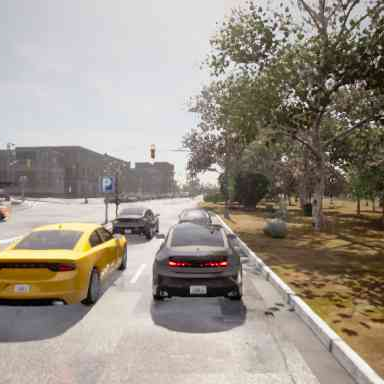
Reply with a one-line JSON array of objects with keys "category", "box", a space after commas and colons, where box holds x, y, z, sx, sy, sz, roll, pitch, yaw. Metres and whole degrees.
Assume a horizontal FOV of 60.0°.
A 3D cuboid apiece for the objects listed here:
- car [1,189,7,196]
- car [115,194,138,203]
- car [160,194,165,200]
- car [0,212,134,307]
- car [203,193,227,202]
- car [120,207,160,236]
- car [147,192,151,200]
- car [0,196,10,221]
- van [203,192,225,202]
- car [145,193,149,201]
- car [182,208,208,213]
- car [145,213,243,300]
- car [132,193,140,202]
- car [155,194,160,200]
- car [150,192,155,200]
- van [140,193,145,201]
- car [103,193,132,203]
[{"category": "car", "box": [-31.141, 0.181, 54.184, 2.002, 1.452, 4.674, 6, -3, -19]}, {"category": "car", "box": [-13.676, 1.252, 69.252, 4.553, 1.767, 2.185, -1, 0, -14]}, {"category": "car", "box": [-10.963, 1.137, 90.247, 5.566, 2.045, 2.435, -1, 0, -12]}, {"category": "car", "box": [-2.889, 1.493, 8.138, 1.882, 1.535, 5.008, 0, 0, 0]}, {"category": "car", "box": [4.697, 1.197, 68.864, 4.553, 1.767, 2.185, 1, 0, -14]}, {"category": "car", "box": [-2.843, 1.543, 17.431, 1.837, 1.490, 4.892, 0, 0, 1]}, {"category": "car", "box": [-12.606, 1.422, 78.258, 4.674, 1.452, 2.002, -1, 0, -13]}, {"category": "car", "box": [-16.616, 1.425, 25.503, 4.553, 1.767, 2.185, -1, 0, -19]}, {"category": "van", "box": [4.312, 1.096, 65.895, 4.442, 1.987, 1.878, 1, 0, -14]}, {"category": "car", "box": [-12.980, 1.382, 75.263, 4.892, 1.521, 2.231, -1, 0, -14]}, {"category": "car", "box": [0.164, 1.586, 18.122, 2.033, 1.411, 5.357, 0, 0, 1]}, {"category": "car", "box": [0.113, 1.521, 8.420, 1.837, 1.490, 4.892, 0, 0, 0]}, {"category": "car", "box": [-13.770, 1.369, 66.300, 5.366, 1.575, 1.946, -1, 0, -15]}, {"category": "car", "box": [-11.415, 1.428, 87.241, 4.674, 1.452, 2.002, -1, 0, -12]}, {"category": "car", "box": [-12.233, 1.425, 81.259, 4.674, 1.452, 2.002, -1, 0, -13]}, {"category": "van", "box": [-13.209, 1.151, 72.292, 4.442, 1.987, 1.878, -1, 0, -14]}, {"category": "car", "box": [-14.417, 1.409, 63.308, 4.792, 1.488, 2.163, -1, 0, -15]}]
